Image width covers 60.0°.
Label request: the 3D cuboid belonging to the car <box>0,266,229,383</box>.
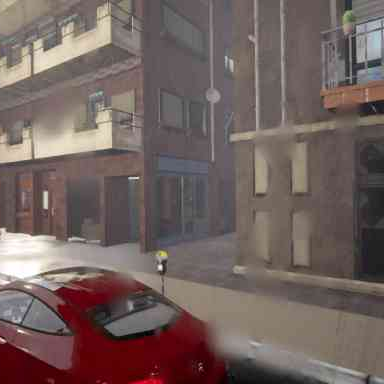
[{"bbox_3d":[-1.581,1.583,3.979,4.206,1.307,1.802,0,-1,36],"label":"car"}]
